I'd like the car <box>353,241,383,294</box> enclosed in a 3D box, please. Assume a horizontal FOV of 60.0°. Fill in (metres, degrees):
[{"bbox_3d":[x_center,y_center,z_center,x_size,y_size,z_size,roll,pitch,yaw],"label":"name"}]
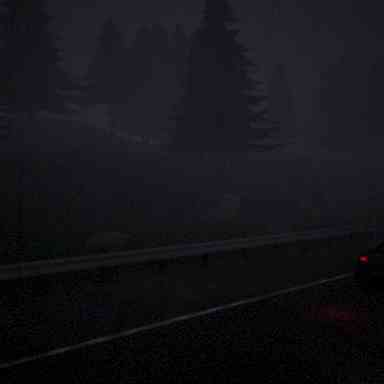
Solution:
[{"bbox_3d":[5.511,1.511,7.435,4.181,1.385,1.994,0,0,-34],"label":"car"}]
